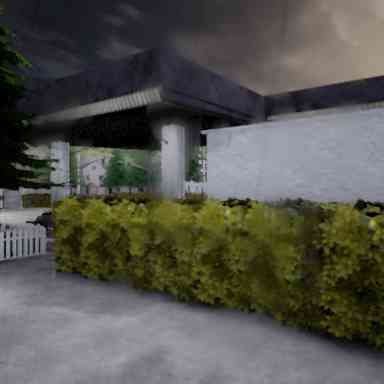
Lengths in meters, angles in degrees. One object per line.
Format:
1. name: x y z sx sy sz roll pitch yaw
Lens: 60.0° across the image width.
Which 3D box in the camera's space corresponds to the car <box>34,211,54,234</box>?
1. car: -6.638 1.319 17.827 3.866 1.878 1.905 0 0 35
